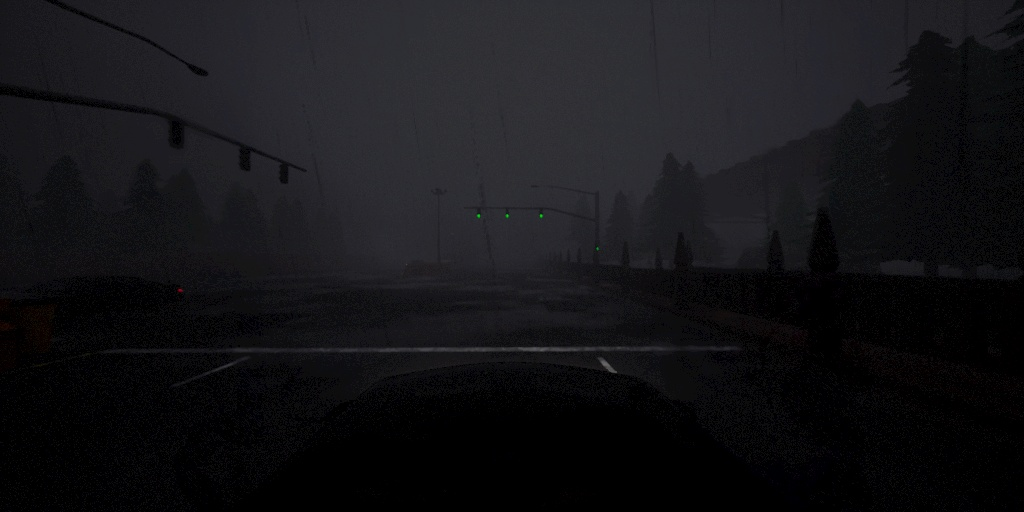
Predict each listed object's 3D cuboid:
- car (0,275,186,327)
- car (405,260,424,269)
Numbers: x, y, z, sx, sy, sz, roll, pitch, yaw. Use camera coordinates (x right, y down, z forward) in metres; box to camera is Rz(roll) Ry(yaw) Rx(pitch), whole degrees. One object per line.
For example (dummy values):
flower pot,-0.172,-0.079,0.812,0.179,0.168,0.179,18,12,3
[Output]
car,-13.999,1.363,11.931,2.033,1.411,5.357,0,0,0
car,-13.992,1.342,52.079,2.097,1.767,4.553,0,-1,0
